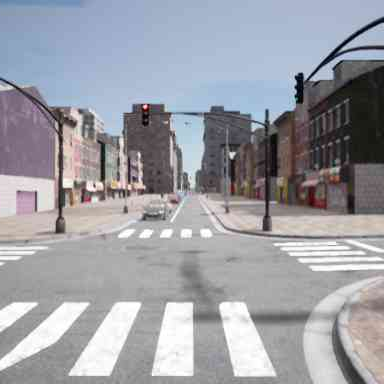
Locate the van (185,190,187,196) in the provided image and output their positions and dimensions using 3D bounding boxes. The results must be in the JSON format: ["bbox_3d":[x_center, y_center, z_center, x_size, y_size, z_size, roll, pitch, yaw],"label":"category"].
[{"bbox_3d":[-2.695,0.488,75.598,1.690,1.788,3.998,1,1,0],"label":"van"}]

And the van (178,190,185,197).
[{"bbox_3d":[-2.683,0.608,64.302,1.690,1.788,3.998,1,1,0],"label":"van"}]

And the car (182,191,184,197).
[{"bbox_3d":[-2.675,0.961,53.008,1.947,1.339,4.313,1,1,0],"label":"car"}]

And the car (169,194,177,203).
[{"bbox_3d":[-2.652,1.195,30.244,1.752,1.417,4.829,1,1,0],"label":"car"}]

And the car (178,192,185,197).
[{"bbox_3d":[-2.712,0.619,86.896,1.802,1.307,4.206,1,1,0],"label":"car"}]

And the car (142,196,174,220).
[{"bbox_3d":[-2.647,1.284,24.766,2.008,1.369,4.403,1,1,0],"label":"car"}]

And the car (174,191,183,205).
[{"bbox_3d":[-2.669,1.008,47.360,1.887,1.381,4.507,1,1,0],"label":"car"}]
